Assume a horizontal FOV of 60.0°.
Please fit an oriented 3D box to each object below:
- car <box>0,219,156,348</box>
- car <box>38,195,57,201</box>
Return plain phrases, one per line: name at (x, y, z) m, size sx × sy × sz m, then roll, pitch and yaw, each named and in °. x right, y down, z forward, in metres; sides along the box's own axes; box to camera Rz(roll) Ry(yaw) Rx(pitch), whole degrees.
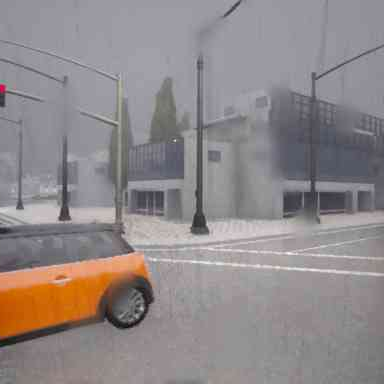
car at (-2.908, 1.341, 5.271) m, size 4.553 × 1.767 × 2.097 m, roll 0°, pitch 0°, yaw -37°
car at (-35.063, 1.424, 83.025) m, size 4.892 × 1.490 × 1.837 m, roll 0°, pitch 0°, yaw -3°
